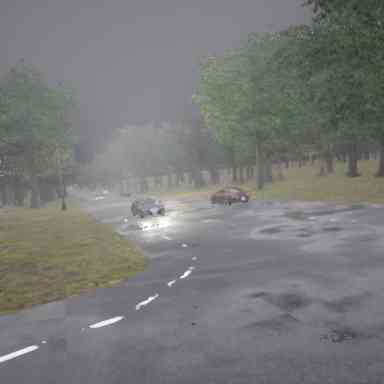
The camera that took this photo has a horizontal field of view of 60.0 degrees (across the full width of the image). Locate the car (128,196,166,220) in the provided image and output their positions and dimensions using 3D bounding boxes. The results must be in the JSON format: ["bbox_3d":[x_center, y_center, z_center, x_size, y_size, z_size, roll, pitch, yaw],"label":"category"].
[{"bbox_3d":[-3.529,1.159,25.745,2.128,1.511,4.902,-7,3,-21],"label":"car"}]

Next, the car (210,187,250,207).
[{"bbox_3d":[3.106,0.352,27.869,1.812,1.442,4.674,-7,3,-21],"label":"car"}]

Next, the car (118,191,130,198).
[{"bbox_3d":[-15.257,0.409,74.529,2.033,1.411,5.357,-7,3,-21],"label":"car"}]

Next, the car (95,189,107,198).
[{"bbox_3d":[-25.420,0.741,90.822,2.128,1.511,4.902,-7,3,-21],"label":"car"}]
